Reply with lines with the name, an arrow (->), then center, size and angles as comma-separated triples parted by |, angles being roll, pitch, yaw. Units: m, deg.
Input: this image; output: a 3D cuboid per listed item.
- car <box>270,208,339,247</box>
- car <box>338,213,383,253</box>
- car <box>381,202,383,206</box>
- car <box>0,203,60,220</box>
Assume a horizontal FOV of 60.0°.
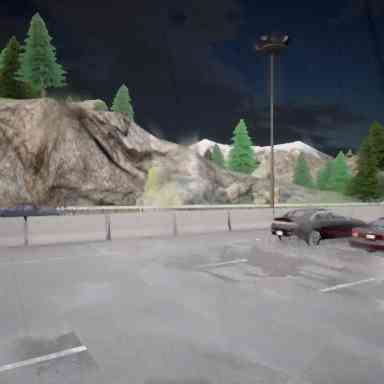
car -> 5.752, 1.488, 14.911 | 4.902, 1.511, 2.128 | 0, 0, -28
car -> 8.194, 1.544, 12.297 | 5.357, 1.411, 2.033 | 0, 0, -28
car -> 29.178, 1.589, 46.923 | 4.718, 1.301, 1.895 | 0, 0, -15
car -> -12.752, 1.543, 24.639 | 5.357, 1.411, 2.033 | 0, 0, -32
